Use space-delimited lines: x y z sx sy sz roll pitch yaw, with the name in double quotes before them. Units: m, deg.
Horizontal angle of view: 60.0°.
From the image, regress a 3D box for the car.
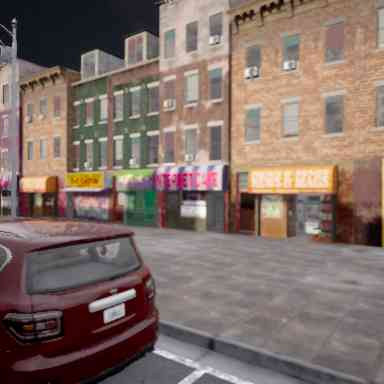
"car" -2.728 1.300 4.755 5.009 1.841 2.192 0 0 36
